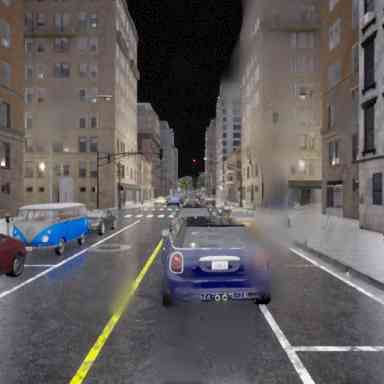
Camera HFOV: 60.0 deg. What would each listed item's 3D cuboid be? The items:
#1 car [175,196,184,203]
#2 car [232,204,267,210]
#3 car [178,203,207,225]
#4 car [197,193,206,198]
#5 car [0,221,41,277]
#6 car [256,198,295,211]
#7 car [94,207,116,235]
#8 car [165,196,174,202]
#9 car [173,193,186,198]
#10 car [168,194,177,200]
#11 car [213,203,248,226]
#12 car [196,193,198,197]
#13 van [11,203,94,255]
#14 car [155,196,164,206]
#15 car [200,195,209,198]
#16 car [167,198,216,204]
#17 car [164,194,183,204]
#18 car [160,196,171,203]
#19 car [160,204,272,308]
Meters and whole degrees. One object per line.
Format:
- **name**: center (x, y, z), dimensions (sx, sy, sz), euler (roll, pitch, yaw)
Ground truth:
- **car**: center (-2.662, 1.518, 72.669), dimensions (1.812, 1.442, 4.674), euler (0, 0, 0)
- **car**: center (2.666, 1.524, 18.581), dimensions (1.752, 1.417, 4.829), euler (0, 0, 0)
- **car**: center (0.048, 1.563, 25.158), dimensions (1.994, 1.385, 4.181), euler (0, 0, 0)
- **car**: center (2.726, 1.434, 73.420), dimensions (1.967, 1.590, 4.097), euler (0, 0, 0)
- **car**: center (-5.385, 1.582, 7.608), dimensions (1.802, 1.307, 4.206), euler (0, 0, 0)
- **car**: center (9.512, 1.462, 38.335), dimensions (4.674, 1.442, 1.812), euler (0, 0, -2)
- **car**: center (-5.369, 1.550, 18.420), dimensions (2.008, 1.369, 4.403), euler (0, 0, 0)
- **car**: center (-5.292, 1.543, 79.108), dimensions (2.008, 1.369, 4.403), euler (0, 0, 0)
- **car**: center (-2.734, 1.220, 61.811), dimensions (2.150, 2.045, 5.566), euler (0, 0, 1)
- **car**: center (-5.278, 1.429, 90.471), dimensions (1.967, 1.590, 4.097), euler (0, 0, 0)
- **car**: center (2.667, 1.550, 23.817), dimensions (2.008, 1.369, 4.403), euler (0, 0, 0)
- **car**: center (2.740, 1.305, 84.784), dimensions (2.192, 1.841, 5.009), euler (0, 0, 0)
- **van**: center (-5.377, 1.340, 13.014), dimensions (1.690, 1.788, 3.998), euler (0, 0, 0)
- **car**: center (-5.320, 1.523, 56.213), dimensions (1.752, 1.417, 4.829), euler (0, 0, 0)
- **car**: center (2.698, 1.549, 50.693), dimensions (2.008, 1.369, 4.403), euler (0, 0, 0)
- **car**: center (0.096, 1.351, 15.496), dimensions (2.097, 1.767, 4.553), euler (0, 0, 0)
- **car**: center (-2.781, 1.476, 50.563), dimensions (1.882, 1.535, 5.008), euler (0, 0, 0)
- **car**: center (-5.306, 1.561, 67.746), dimensions (1.947, 1.339, 4.313), euler (0, 0, 0)
- **car**: center (0.317, 1.352, 8.160), dimensions (2.097, 1.767, 4.553), euler (0, 0, -5)
